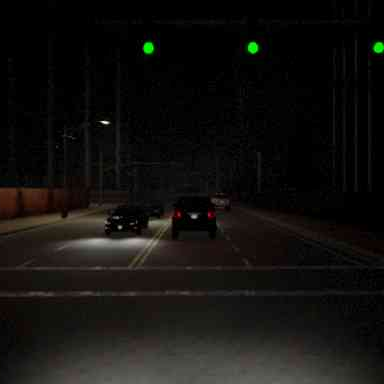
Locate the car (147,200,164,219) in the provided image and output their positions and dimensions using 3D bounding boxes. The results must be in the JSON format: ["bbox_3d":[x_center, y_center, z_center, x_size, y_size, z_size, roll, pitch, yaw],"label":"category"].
[{"bbox_3d":[-3.548,1.467,29.348,1.882,1.535,5.008,0,0,1],"label":"car"}]

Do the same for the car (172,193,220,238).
[{"bbox_3d":[0.104,1.223,18.006,2.150,2.045,5.566,0,0,0],"label":"car"}]

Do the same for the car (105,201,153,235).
[{"bbox_3d":[-3.587,1.508,19.009,1.837,1.490,4.892,0,0,0],"label":"car"}]

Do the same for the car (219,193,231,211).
[{"bbox_3d":[3.519,1.189,41.315,2.150,2.045,5.566,0,0,0],"label":"car"}]
